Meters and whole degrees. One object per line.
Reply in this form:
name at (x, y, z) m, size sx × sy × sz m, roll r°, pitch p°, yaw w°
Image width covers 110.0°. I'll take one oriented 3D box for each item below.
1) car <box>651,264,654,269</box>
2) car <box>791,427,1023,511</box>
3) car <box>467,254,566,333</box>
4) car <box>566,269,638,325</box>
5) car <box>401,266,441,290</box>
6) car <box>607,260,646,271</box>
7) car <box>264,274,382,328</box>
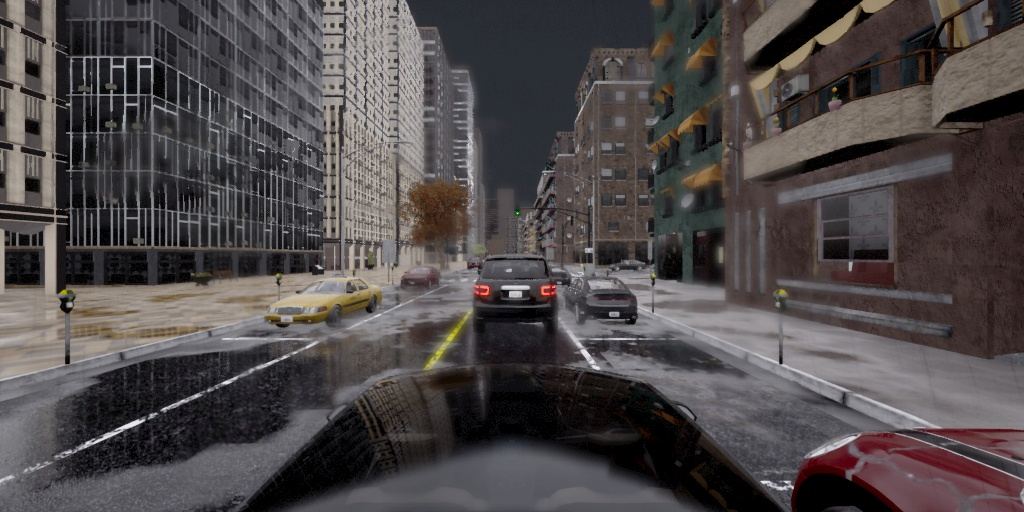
car at (18.863, 1.006, 42.149) m, size 4.829 × 1.417 × 1.751 m, roll 0°, pitch 0°, yaw -1°
car at (2.686, 1.190, 0.560) m, size 1.967 × 1.591 × 4.097 m, roll 0°, pitch 0°, yaw 0°
car at (0.097, 0.972, 10.904) m, size 2.150 × 2.045 × 5.566 m, roll 0°, pitch 0°, yaw 0°
car at (2.696, 1.301, 11.625) m, size 2.007 × 1.370 × 4.403 m, roll 0°, pitch 0°, yaw 0°
car at (-5.676, 1.300, 22.698) m, size 1.888 × 1.381 × 4.507 m, roll 0°, pitch 0°, yaw 0°
car at (13.466, 1.109, 42.098) m, size 4.403 × 1.370 × 2.007 m, roll 0°, pitch 0°, yaw -1°
car at (-5.685, 1.276, 11.462) m, size 1.751 × 1.417 × 4.829 m, roll 0°, pitch 0°, yaw 0°
